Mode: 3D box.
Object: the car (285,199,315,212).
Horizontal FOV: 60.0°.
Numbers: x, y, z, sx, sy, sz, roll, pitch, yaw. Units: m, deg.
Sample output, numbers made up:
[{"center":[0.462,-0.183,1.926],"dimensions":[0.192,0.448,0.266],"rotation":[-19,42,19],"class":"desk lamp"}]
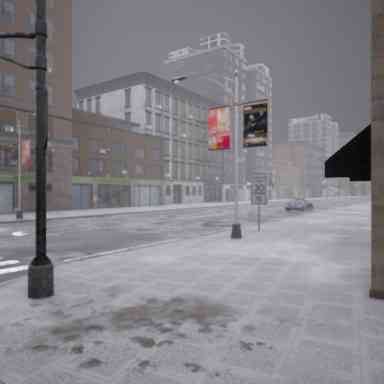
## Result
[{"center":[11.656,1.404,35.801],"dimensions":[2.033,1.411,5.357],"rotation":[0,0,35],"class":"car"}]
